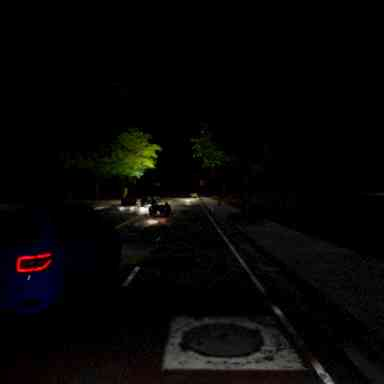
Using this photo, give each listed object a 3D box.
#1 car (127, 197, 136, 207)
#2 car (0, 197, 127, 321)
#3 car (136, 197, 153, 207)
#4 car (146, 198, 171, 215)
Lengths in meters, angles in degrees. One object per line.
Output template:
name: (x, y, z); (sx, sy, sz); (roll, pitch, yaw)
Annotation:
car: (-9.836, 1.451, 52.083); (1.882, 1.535, 5.008); (0, 0, 0)
car: (-3.160, 1.240, 7.456); (2.150, 2.045, 5.566); (0, 0, 0)
car: (-6.592, 1.470, 49.896); (2.128, 1.511, 4.902); (0, 0, 0)
car: (-3.159, 1.619, 33.507); (1.895, 1.301, 4.718); (0, 0, 0)
